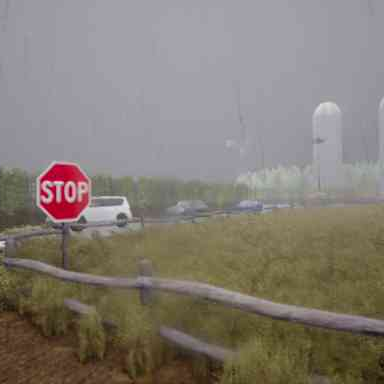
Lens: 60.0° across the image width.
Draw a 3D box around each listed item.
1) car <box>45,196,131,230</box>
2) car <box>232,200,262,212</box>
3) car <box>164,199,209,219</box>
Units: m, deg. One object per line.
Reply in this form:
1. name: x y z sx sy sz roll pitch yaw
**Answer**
1. car: -6.343 1.298 21.091 2.150 2.045 5.566 -1 -1 36
2. car: 6.496 1.697 38.862 1.882 1.535 5.008 -1 0 36
3. car: -0.411 1.511 29.327 2.097 1.767 4.553 -1 -1 36
